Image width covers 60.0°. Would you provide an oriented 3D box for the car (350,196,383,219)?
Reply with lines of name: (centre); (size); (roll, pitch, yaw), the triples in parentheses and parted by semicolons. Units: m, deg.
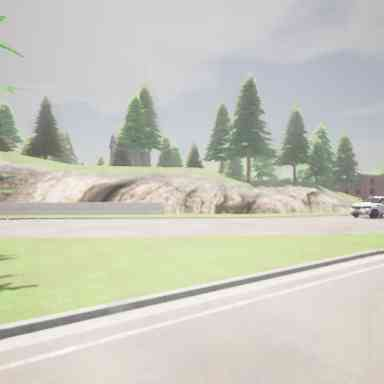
car: (17.720, 1.428, 31.746); (5.566, 2.045, 2.150); (0, 0, -23)
